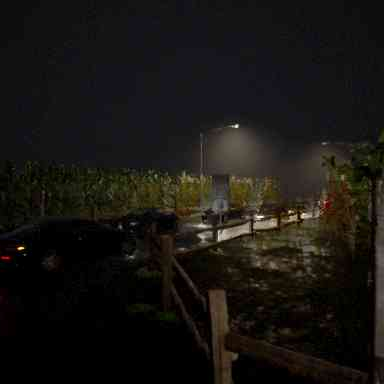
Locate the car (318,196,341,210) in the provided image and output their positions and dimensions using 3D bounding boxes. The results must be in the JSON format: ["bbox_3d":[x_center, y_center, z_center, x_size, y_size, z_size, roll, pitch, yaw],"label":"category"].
[{"bbox_3d":[16.964,1.297,40.942,2.097,1.767,4.553,0,0,33],"label":"car"}]

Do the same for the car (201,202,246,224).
[{"bbox_3d":[2.484,1.482,24.880,1.812,1.442,4.674,0,0,34],"label":"car"}]

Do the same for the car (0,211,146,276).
[{"bbox_3d":[-3.784,1.524,10.411,1.812,1.442,4.674,0,0,34],"label":"car"}]

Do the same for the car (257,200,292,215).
[{"bbox_3d":[8.089,1.506,33.118,1.994,1.385,4.181,0,0,34],"label":"car"}]

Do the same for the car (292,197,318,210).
[{"bbox_3d":[13.804,1.409,41.465,1.882,1.535,5.008,0,0,35],"label":"car"}]

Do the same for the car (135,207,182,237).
[{"bbox_3d":[-2.364,1.535,17.756,1.994,1.385,4.181,0,0,34],"label":"car"}]
